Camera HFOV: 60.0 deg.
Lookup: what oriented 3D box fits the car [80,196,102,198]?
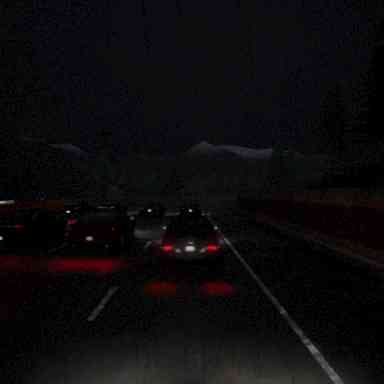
[{"bbox_3d":[-17.571,1.494,60.148,2.128,1.511,4.902,0,0,13],"label":"car"}]

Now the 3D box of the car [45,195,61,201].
[{"bbox_3d":[-24.345,1.549,61.866,2.033,1.411,5.357,0,0,12],"label":"car"}]

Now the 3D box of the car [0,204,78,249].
[{"bbox_3d":[-7.070,1.492,14.653,2.128,1.511,4.902,0,0,0],"label":"car"}]

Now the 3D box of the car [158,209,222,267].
[{"bbox_3d":[-0.056,1.548,11.308,2.033,1.411,5.357,0,0,0],"label":"car"}]

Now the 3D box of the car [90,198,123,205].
[{"bbox_3d":[-7.075,1.493,29.940,2.128,1.511,4.902,0,0,2],"label":"car"}]

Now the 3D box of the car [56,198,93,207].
[{"bbox_3d":[-10.544,1.527,30.836,1.812,1.442,4.674,0,0,2],"label":"car"}]

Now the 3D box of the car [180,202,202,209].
[{"bbox_3d":[-0.052,1.564,30.606,1.994,1.385,4.181,0,0,2],"label":"car"}]

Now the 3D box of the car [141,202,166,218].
[{"bbox_3d":[-3.555,1.565,30.507,1.994,1.385,4.181,0,0,2],"label":"car"}]

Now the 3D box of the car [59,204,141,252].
[{"bbox_3d":[-3.566,1.478,13.986,1.882,1.535,5.008,0,0,0],"label":"car"}]

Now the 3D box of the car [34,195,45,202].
[{"bbox_3d":[-27.733,1.358,62.790,2.097,1.767,4.553,0,0,12],"label":"car"}]
